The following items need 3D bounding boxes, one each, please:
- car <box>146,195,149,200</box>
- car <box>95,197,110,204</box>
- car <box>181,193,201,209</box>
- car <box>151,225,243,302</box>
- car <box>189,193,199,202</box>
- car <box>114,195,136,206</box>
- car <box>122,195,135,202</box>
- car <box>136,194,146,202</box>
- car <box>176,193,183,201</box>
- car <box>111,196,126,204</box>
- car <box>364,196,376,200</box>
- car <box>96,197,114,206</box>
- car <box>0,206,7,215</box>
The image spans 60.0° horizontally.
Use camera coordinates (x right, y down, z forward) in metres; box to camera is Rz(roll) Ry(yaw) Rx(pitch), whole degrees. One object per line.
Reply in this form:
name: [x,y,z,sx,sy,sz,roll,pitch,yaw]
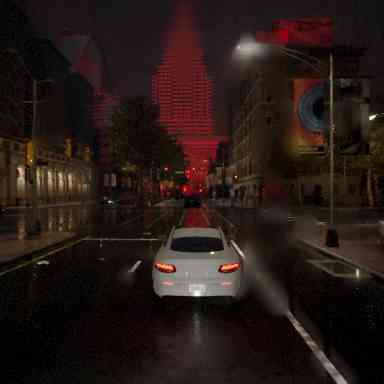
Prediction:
car: [-11.132,1.355,76.787,2.097,1.767,4.553,0,0,0]
car: [-17.930,1.595,66.904,1.895,1.301,4.718,0,0,0]
car: [0.120,1.352,46.280,2.097,1.767,4.553,0,0,5]
car: [0.115,1.526,8.149,1.812,1.442,4.674,0,0,1]
car: [0.373,1.224,74.014,2.150,2.045,5.566,0,0,0]
car: [-11.313,1.478,56.753,1.882,1.535,5.008,0,0,0]
car: [-14.633,1.478,76.772,1.882,1.535,5.008,0,0,0]
car: [-11.201,1.547,66.567,2.033,1.411,5.357,0,0,1]
car: [-3.085,1.218,86.476,2.150,2.045,5.566,0,0,0]
car: [-14.699,1.505,66.358,1.837,1.490,4.892,0,0,1]
car: [34.771,1.481,68.044,2.231,1.521,4.892,0,0,0]
car: [-14.812,1.547,56.819,2.033,1.411,5.357,0,0,0]
car: [-19.906,1.564,31.428,4.181,1.385,1.994,0,0,-13]
